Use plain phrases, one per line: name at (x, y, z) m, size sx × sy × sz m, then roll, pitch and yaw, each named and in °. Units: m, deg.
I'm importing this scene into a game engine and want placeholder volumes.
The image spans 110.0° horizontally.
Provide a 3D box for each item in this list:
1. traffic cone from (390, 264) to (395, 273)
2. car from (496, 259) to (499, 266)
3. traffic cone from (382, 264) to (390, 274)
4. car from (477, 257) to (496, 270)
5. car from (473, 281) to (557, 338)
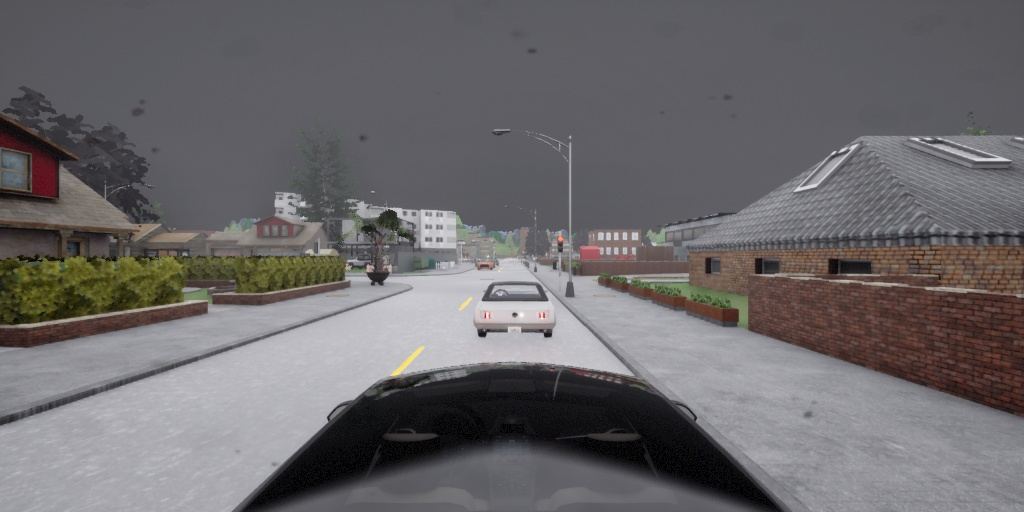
traffic cone at (-15.162, 1.558, 44.708) m, size 0.344 × 0.586 × 0.344 m, roll 0°, pitch 0°, yaw 0°
car at (-3.755, 1.255, 61.678) m, size 1.837 × 1.490 × 4.892 m, roll 0°, pitch 0°, yaw 1°
traffic cone at (-15.526, 1.561, 44.141) m, size 0.344 × 0.586 × 0.344 m, roll 0°, pitch 0°, yaw 0°
car at (-3.826, 1.102, 52.297) m, size 2.097 × 1.767 × 4.553 m, roll 0°, pitch 0°, yaw 0°
car at (0.096, 1.351, 10.191) m, size 1.895 × 1.301 × 4.718 m, roll 0°, pitch 0°, yaw 1°
